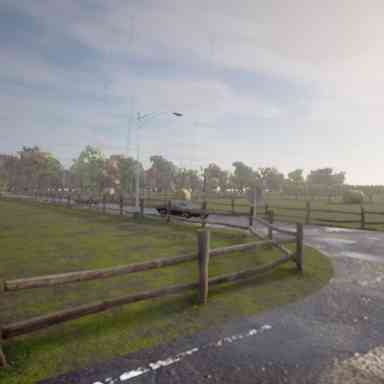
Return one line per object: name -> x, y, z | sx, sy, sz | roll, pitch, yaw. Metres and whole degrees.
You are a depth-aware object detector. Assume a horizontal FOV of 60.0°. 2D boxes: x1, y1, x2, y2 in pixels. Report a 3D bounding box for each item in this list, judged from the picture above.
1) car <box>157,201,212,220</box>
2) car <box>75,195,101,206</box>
car -> -0.625, 1.317, 24.522 | 1.895, 1.301, 4.718 | 1, 0, -36
car -> -12.902, 1.052, 41.288 | 1.895, 1.301, 4.718 | 1, 0, -36
